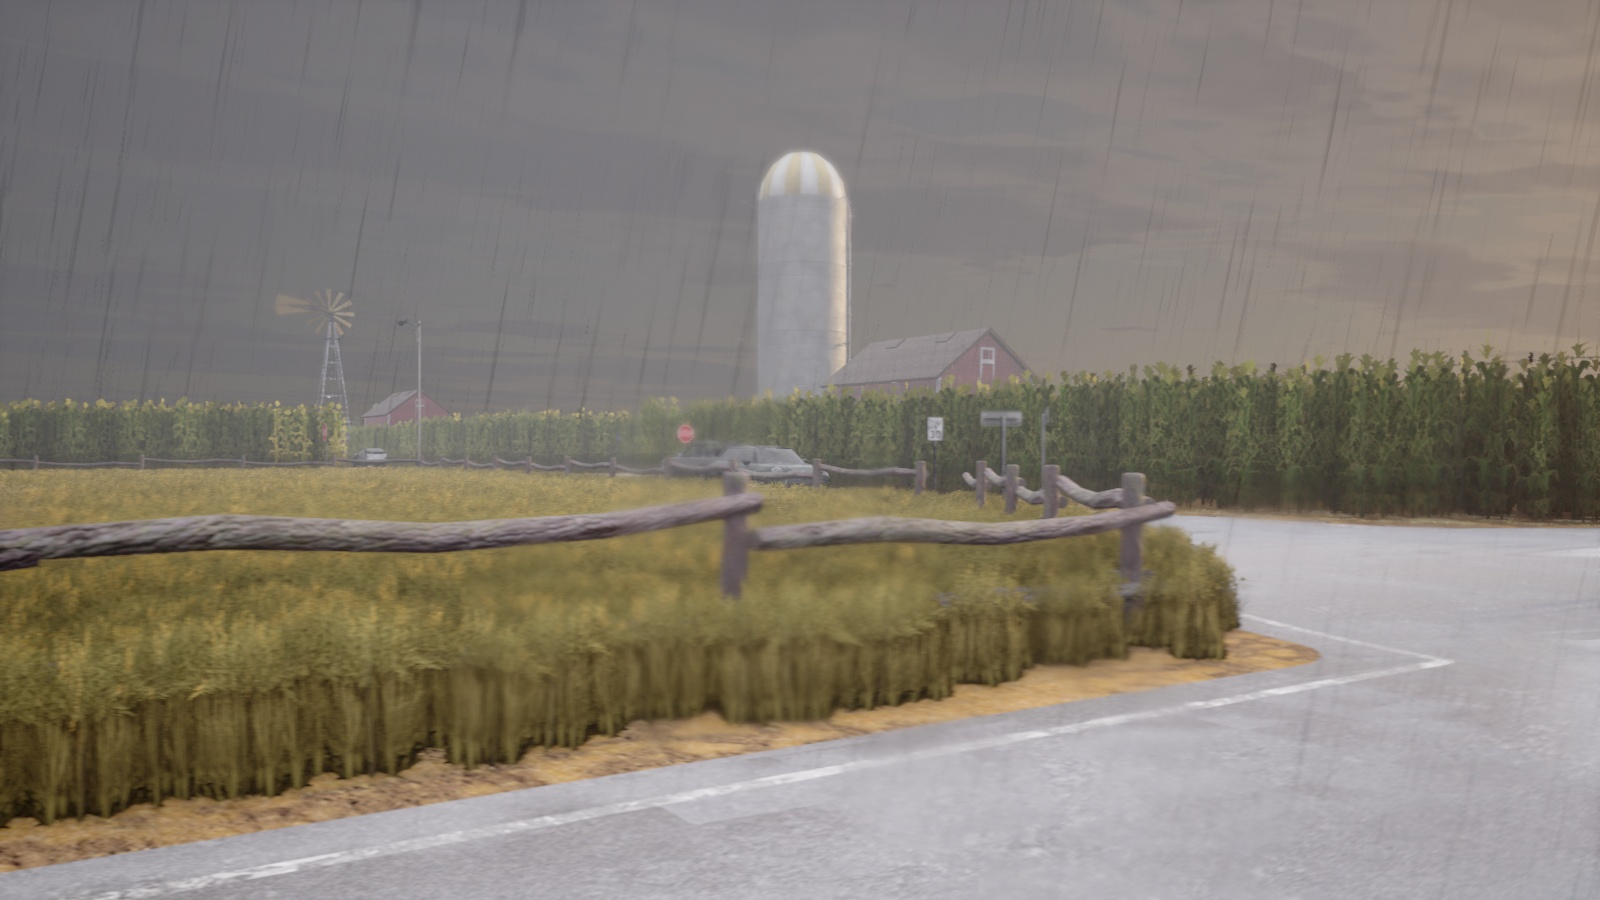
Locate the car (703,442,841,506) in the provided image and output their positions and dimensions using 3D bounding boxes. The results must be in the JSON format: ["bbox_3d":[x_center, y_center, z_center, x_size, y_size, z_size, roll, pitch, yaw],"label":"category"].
[{"bbox_3d":[-0.915,0.660,37.340,2.097,1.767,4.553,0,0,-31],"label":"car"}]

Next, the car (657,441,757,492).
[{"bbox_3d":[-3.602,0.586,47.760,1.932,1.855,4.605,0,0,-31],"label":"car"}]
